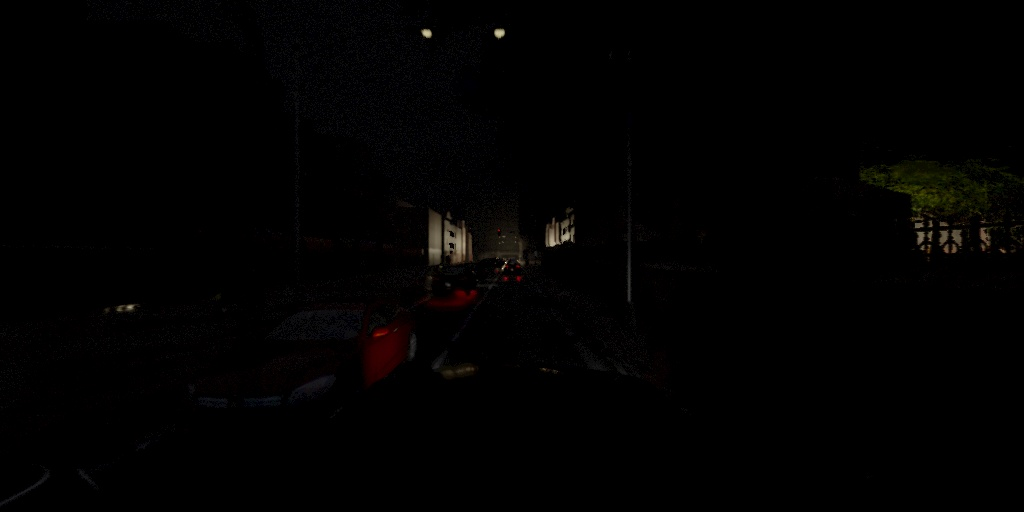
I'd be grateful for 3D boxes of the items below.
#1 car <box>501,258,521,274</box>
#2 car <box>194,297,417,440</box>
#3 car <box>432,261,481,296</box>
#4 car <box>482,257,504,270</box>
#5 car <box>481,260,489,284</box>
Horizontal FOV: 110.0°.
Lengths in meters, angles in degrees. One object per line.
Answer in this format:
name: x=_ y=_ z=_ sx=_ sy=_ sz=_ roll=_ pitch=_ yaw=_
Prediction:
car: x=0.056 y=1.274 z=40.118 sx=1.812 sy=1.442 sz=4.674 roll=0 pitch=-1 yaw=1
car: x=-2.637 y=1.331 z=5.479 sx=1.802 sy=1.307 sz=4.207 roll=0 pitch=0 yaw=0
car: x=-3.012 y=1.225 z=19.528 sx=1.882 sy=1.535 sz=5.008 roll=0 pitch=0 yaw=0
car: x=-3.771 y=1.107 z=54.332 sx=4.553 sy=1.767 sz=2.097 roll=0 pitch=0 yaw=31
car: x=-3.017 y=1.251 z=26.528 sx=1.837 sy=1.490 sz=4.892 roll=0 pitch=0 yaw=0
